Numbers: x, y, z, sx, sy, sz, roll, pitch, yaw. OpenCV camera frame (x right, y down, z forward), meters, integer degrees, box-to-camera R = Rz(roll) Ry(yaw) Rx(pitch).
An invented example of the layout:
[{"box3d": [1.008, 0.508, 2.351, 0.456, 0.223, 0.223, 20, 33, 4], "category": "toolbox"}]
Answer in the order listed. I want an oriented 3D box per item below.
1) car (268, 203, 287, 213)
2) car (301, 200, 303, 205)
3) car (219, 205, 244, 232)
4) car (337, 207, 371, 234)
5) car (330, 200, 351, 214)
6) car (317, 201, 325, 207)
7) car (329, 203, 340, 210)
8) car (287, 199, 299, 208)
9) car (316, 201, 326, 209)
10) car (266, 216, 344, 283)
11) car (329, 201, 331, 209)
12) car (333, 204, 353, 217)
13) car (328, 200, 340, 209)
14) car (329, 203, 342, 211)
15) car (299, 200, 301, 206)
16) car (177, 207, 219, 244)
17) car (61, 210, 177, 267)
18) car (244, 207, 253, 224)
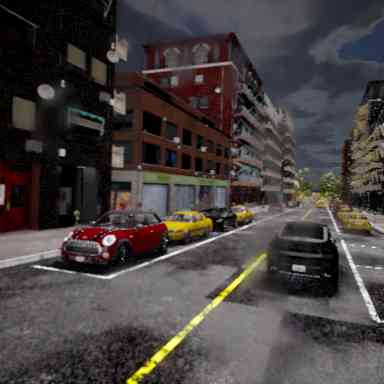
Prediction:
[{"box3d": [11.867, 2.165, 46.996, 1.802, 1.307, 4.206, 1, -1, 22], "category": "car"}, {"box3d": [24.064, 2.471, 77.814, 2.192, 1.841, 5.009, 1, -1, 22], "category": "car"}, {"box3d": [1.708, 1.673, 21.316, 1.947, 1.339, 4.313, 1, -1, 22], "category": "car"}, {"box3d": [11.574, 2.058, 23.581, 1.752, 1.417, 4.829, 1, -1, 22], "category": "car"}, {"box3d": [17.647, 2.132, 38.819, 2.192, 1.841, 5.009, 1, -1, 22], "category": "car"}, {"box3d": [32.106, 2.905, 82.646, 1.812, 1.442, 4.674, 2, 0, 22], "category": "car"}, {"box3d": [29.827, 2.955, 69.635, 1.947, 1.339, 4.313, 1, -1, 22], "category": "car"}, {"box3d": [19.995, 2.516, 67.541, 2.008, 1.369, 4.403, 1, -1, 22], "category": "car"}, {"box3d": [28.271, 2.799, 72.959, 1.882, 1.535, 5.008, 2, 0, 22], "category": "car"}, {"box3d": [3.542, 1.679, 10.454, 1.837, 1.490, 4.892, 2, 0, 22], "category": "car"}, {"box3d": [21.703, 2.448, 49.091, 1.967, 1.590, 4.097, 1, -1, 22], "category": "car"}, {"box3d": [15.677, 2.250, 33.837, 1.752, 1.417, 4.829, 1, -1, 22], "category": "car"}, {"box3d": [31.866, 2.800, 74.773, 2.192, 1.841, 5.009, 1, -1, 22], "category": "car"}, {"box3d": [27.796, 2.845, 64.499, 2.008, 1.369, 4.403, 1, -1, 22], "category": "car"}, {"box3d": [22.026, 2.611, 72.676, 2.008, 1.369, 4.403, 1, -1, 22], "category": "car"}, {"box3d": [-0.386, 1.534, 16.022, 1.752, 1.417, 4.829, 1, -1, 22], "category": "car"}, {"box3d": [-2.353, 1.357, 11.046, 1.967, 1.590, 4.097, 1, -1, 22], "category": "car"}, {"box3d": [3.679, 1.724, 26.294, 1.752, 1.417, 4.829, 1, -1, 22], "category": "car"}]
